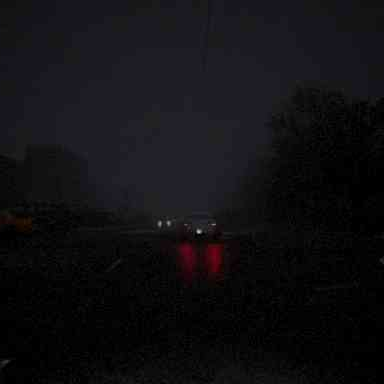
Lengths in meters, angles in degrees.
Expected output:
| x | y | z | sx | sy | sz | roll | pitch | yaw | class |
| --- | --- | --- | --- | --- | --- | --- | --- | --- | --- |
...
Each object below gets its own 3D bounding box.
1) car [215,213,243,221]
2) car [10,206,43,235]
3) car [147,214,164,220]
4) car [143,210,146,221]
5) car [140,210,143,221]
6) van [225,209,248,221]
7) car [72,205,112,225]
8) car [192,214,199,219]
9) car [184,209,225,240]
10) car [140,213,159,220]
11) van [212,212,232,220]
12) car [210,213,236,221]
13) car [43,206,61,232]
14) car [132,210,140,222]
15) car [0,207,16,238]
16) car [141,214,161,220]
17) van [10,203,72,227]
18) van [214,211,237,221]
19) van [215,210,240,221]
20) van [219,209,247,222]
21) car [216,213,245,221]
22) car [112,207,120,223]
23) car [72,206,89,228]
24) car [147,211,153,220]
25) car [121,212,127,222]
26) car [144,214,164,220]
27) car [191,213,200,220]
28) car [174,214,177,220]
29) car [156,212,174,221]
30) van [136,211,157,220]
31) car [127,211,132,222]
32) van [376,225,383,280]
| x | y | z | sx | sy | sz | roll | pitch | yaw | class |
| --- | --- | --- | --- | --- | --- | --- | --- | --- | --- |
| 6.947 | 4.701 | 62.246 | 4.674 | 1.452 | 2.002 | 2 | -4 | -19 | car |
| -11.531 | 1.766 | 18.640 | 5.366 | 1.575 | 1.946 | 0 | -2 | -20 | car |
| -10.429 | 7.179 | 94.751 | 4.674 | 1.452 | 2.002 | 1 | -5 | -19 | car |
| -10.938 | 4.249 | 56.730 | 4.892 | 1.521 | 2.231 | 1 | -4 | -19 | car |
| -10.953 | 4.063 | 53.809 | 4.792 | 1.488 | 2.163 | 1 | -5 | -19 | car |
| 6.718 | 3.784 | 53.417 | 4.442 | 1.987 | 1.878 | 2 | -4 | -19 | van |
| -11.220 | 2.299 | 33.352 | 5.566 | 2.045 | 2.435 | 1 | -4 | -19 | car |
| 0.946 | 6.789 | 91.491 | 1.994 | 1.385 | 4.181 | 0 | -4 | 1 | car |
| 0.689 | 1.818 | 18.794 | 1.812 | 1.442 | 4.674 | -1 | -2 | 8 | car |
| -10.619 | 6.106 | 83.058 | 4.553 | 1.767 | 2.185 | 1 | -5 | -19 | car |
| 7.294 | 5.772 | 79.926 | 4.442 | 1.987 | 1.878 | 2 | -5 | -19 | van |
| 6.931 | 5.532 | 73.931 | 5.366 | 1.575 | 1.946 | 2 | -4 | -19 | car |
| -11.347 | 1.886 | 21.630 | 4.892 | 1.521 | 2.231 | 0 | -3 | -20 | car |
| -11.201 | 3.815 | 50.817 | 5.366 | 1.575 | 1.946 | 1 | -4 | -19 | car |
| -11.380 | 1.674 | 15.785 | 4.892 | 1.521 | 2.231 | 0 | -2 | -20 | car |
| -10.553 | 6.459 | 85.979 | 4.892 | 1.521 | 2.231 | 1 | -5 | -19 | car |
| -11.431 | 1.795 | 24.522 | 4.442 | 1.987 | 1.878 | 0 | -2 | -20 | van |
| 7.177 | 5.100 | 71.116 | 4.442 | 1.987 | 1.878 | 2 | -5 | -19 | van |
| 6.880 | 4.649 | 65.160 | 4.442 | 1.987 | 1.878 | 2 | -4 | -19 | van |
| 6.976 | 4.008 | 56.438 | 4.442 | 1.987 | 1.878 | 2 | -5 | -19 | van |
| 6.910 | 4.483 | 59.308 | 4.674 | 1.452 | 2.002 | 2 | -4 | -19 | car |
| -11.038 | 2.759 | 36.316 | 5.366 | 1.575 | 1.946 | 1 | -4 | -19 | car |
| -11.287 | 2.177 | 27.469 | 4.892 | 1.521 | 2.231 | 0 | -3 | -20 | car |
| -10.895 | 4.428 | 62.587 | 5.566 | 2.045 | 2.435 | 1 | -4 | -19 | car |
| -11.170 | 3.213 | 42.092 | 4.792 | 1.488 | 2.163 | 1 | -4 | -19 | car |
| -10.477 | 6.913 | 91.833 | 4.892 | 1.521 | 2.231 | 1 | -5 | -19 | car |
| 0.809 | 5.971 | 81.455 | 2.097 | 1.767 | 4.553 | 0 | -4 | 1 | car |
| -4.311 | 5.507 | 72.705 | 1.994 | 1.385 | 4.181 | 0 | -4 | 1 | car |
| -4.572 | 4.311 | 57.322 | 1.837 | 1.490 | 4.892 | 0 | -4 | 1 | car |
| -10.562 | 5.557 | 77.265 | 4.442 | 1.987 | 1.878 | 1 | -5 | -19 | van |
| -11.282 | 3.391 | 44.972 | 5.366 | 1.575 | 1.946 | 1 | -4 | -19 | car |
| 6.299 | 1.304 | 7.610 | 4.442 | 1.987 | 1.878 | 1 | -1 | -20 | van |
